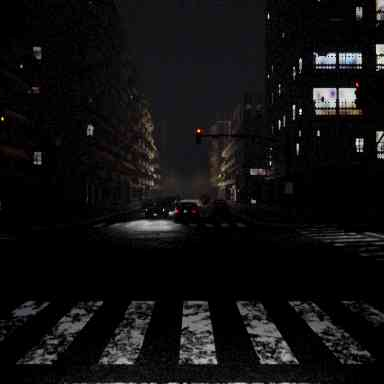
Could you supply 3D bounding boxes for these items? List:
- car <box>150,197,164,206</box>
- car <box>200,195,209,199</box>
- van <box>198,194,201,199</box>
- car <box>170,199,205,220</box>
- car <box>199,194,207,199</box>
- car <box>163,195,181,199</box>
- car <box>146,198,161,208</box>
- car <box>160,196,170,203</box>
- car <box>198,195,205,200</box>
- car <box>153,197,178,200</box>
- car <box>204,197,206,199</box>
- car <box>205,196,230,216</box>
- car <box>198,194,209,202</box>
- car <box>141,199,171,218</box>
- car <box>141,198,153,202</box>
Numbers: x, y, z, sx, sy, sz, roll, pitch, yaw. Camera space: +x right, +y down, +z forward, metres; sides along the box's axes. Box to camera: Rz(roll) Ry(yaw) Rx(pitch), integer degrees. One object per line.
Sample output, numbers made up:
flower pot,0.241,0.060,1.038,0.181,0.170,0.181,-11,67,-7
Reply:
car,-5.724,1.580,55.186,1.947,1.339,4.313,0,0,0
car,2.657,1.596,55.190,1.802,1.307,4.206,0,0,0
van,2.650,1.362,66.259,1.690,1.788,3.998,0,0,0
car,-0.301,1.552,28.135,2.033,1.411,5.357,0,0,5
car,2.653,1.599,60.724,1.802,1.307,4.206,0,0,0
car,-3.123,1.363,49.646,2.097,1.767,4.553,0,0,0
car,-5.720,1.594,49.651,1.802,1.307,4.206,0,0,0
car,-5.735,1.569,71.787,1.887,1.381,4.507,0,0,0
car,2.631,1.586,93.929,1.887,1.381,4.507,0,0,0
car,-3.118,1.572,39.538,1.994,1.385,4.181,0,0,0
car,2.667,1.559,38.587,2.008,1.369,4.403,0,0,0
car,2.671,1.447,33.053,1.967,1.590,4.097,0,0,0
car,2.643,1.344,77.327,2.192,1.841,5.009,0,0,0
car,-3.118,1.606,30.419,1.895,1.301,4.718,0,0,0
car,-5.717,1.561,44.116,2.008,1.369,4.403,0,0,0
